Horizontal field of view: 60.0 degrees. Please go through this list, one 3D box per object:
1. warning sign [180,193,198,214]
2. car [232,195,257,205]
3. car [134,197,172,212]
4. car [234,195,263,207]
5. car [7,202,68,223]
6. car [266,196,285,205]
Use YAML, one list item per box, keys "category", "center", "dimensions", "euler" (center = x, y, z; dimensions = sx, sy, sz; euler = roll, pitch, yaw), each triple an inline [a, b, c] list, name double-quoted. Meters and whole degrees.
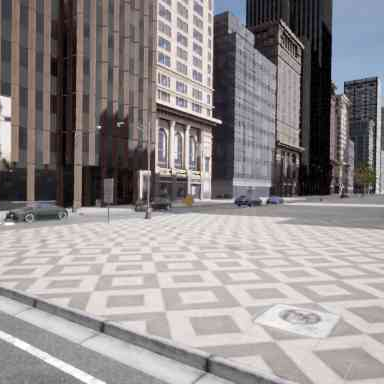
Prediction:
- category: "warning sign"
  center: [-0.267, 1.077, 30.695]
  dimensions: [1.300, 1.860, 1.060]
  euler: [1, 1, 35]
- category: "car"
  center: [8.353, 1.283, 52.774]
  dimensions: [1.837, 1.490, 4.892]
  euler: [1, 1, 35]
- category: "car"
  center: [-4.091, 1.357, 35.362]
  dimensions: [1.837, 1.490, 4.892]
  euler: [1, 2, 35]
- category: "car"
  center: [8.345, 1.193, 47.474]
  dimensions: [2.097, 1.767, 4.553]
  euler: [1, 1, 36]
- category: "car"
  center: [-11.473, 1.470, 24.942]
  dimensions: [1.994, 1.385, 4.181]
  euler: [1, 1, 35]
- category: "car"
  center: [13.948, 1.362, 55.477]
  dimensions: [1.994, 1.385, 4.181]
  euler: [1, 1, 35]
